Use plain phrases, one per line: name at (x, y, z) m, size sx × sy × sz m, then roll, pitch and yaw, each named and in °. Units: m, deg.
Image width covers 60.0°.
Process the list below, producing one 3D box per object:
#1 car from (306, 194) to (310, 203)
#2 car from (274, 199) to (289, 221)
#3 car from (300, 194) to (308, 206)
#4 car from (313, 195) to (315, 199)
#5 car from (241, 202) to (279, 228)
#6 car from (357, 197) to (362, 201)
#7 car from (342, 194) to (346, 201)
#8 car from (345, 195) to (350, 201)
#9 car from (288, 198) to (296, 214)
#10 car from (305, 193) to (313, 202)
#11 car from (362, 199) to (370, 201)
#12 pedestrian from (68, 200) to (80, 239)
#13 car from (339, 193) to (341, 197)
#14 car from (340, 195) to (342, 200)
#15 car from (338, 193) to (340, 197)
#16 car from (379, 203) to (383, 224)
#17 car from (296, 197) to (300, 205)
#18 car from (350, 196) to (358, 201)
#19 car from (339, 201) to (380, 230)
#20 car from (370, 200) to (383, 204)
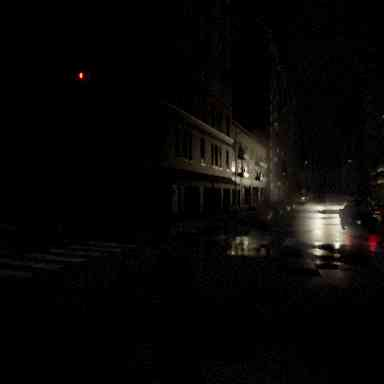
car at (19.086, 1.516, 58.179) m, size 1.947 × 1.339 × 4.313 m, roll 1°, pitch 0°, yaw 22°
car at (6.555, 1.545, 27.460) m, size 1.947 × 1.339 × 4.313 m, roll 1°, pitch 0°, yaw 22°
car at (16.934, 1.481, 52.902) m, size 1.752 × 1.417 × 4.829 m, roll 1°, pitch 0°, yaw 22°
car at (25.353, 1.248, 73.537) m, size 2.192 × 1.841 × 5.009 m, roll 1°, pitch 0°, yaw 22°
car at (4.467, 1.566, 22.341) m, size 1.802 × 1.307 × 4.206 m, roll 1°, pitch 0°, yaw 22°
car at (18.630, 1.517, 34.487) m, size 1.887 × 1.381 × 4.507 m, roll 1°, pitch 0°, yaw 22°
car at (31.163, 1.507, 65.214) m, size 1.947 × 1.339 × 4.313 m, roll 1°, pitch 0°, yaw 22°
car at (26.985, 1.503, 54.972) m, size 2.008 × 1.369 × 4.403 m, roll 1°, pitch 0°, yaw 22°
car at (8.644, 1.526, 32.580) m, size 2.008 × 1.369 × 4.403 m, roll 1°, pitch 0°, yaw 22°
car at (23.263, 1.505, 68.418) m, size 1.947 × 1.339 × 4.313 m, roll 1°, pitch 0°, yaw 22°
car at (16.541, 1.528, 29.366) m, size 2.008 × 1.369 × 4.403 m, roll 1°, pitch 0°, yaw 22°
pedestrian at (-5.540, 1.268, 15.573) m, size 0.375 × 1.860 × 0.375 m, roll 0°, pitch -1°, yaw 22°
car at (37.430, 1.364, 80.577) m, size 1.967 × 1.590 × 4.097 m, roll 1°, pitch 0°, yaw 22°
car at (35.341, 1.495, 75.456) m, size 1.947 × 1.339 × 4.313 m, roll 1°, pitch 0°, yaw 22°
car at (39.519, 1.360, 85.697) m, size 1.967 × 1.590 × 4.097 m, roll 1°, pitch 0°, yaw 22°
car at (12.363, 1.551, 19.124) m, size 1.947 × 1.339 × 4.313 m, roll 1°, pitch 0°, yaw 22°
car at (10.733, 1.515, 37.700) m, size 1.887 × 1.381 × 4.507 m, roll 1°, pitch 0°, yaw 22°
car at (22.807, 1.529, 44.730) m, size 1.947 × 1.339 × 4.313 m, roll 1°, pitch 0°, yaw 22°
car at (10.345, 1.510, 20.964) m, size 1.812 × 1.442 × 4.674 m, roll 0°, pitch 0°, yaw 22°
car at (14.452, 1.526, 24.245) m, size 1.887 × 1.381 × 4.507 m, roll 1°, pitch 0°, yaw 22°
